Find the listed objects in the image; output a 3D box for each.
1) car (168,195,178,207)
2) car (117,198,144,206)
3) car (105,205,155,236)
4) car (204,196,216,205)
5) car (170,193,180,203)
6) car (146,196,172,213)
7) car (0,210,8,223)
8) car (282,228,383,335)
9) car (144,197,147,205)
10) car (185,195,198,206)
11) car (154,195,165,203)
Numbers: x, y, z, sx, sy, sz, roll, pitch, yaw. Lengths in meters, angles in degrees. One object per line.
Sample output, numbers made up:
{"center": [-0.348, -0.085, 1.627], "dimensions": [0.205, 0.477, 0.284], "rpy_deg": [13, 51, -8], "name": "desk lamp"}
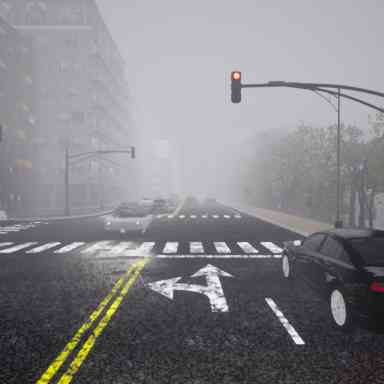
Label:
{"center": [-3.550, 1.575, 50.830], "dimensions": [1.994, 1.385, 4.181], "rpy_deg": [0, 0, 0], "name": "car"}
{"center": [-6.797, 1.604, 35.505], "dimensions": [1.895, 1.301, 4.718], "rpy_deg": [0, 0, 2], "name": "car"}
{"center": [-3.435, 1.642, 18.715], "dimensions": [1.895, 1.301, 4.718], "rpy_deg": [0, 0, 0], "name": "car"}
{"center": [3.120, 1.507, 57.390], "dimensions": [2.128, 1.511, 4.902], "rpy_deg": [0, 0, 0], "name": "car"}
{"center": [-3.539, 1.245, 67.156], "dimensions": [2.150, 2.045, 5.566], "rpy_deg": [0, 0, 0], "name": "car"}
{"center": [-3.495, 1.510, 36.406], "dimensions": [1.837, 1.490, 4.892], "rpy_deg": [0, 0, 0], "name": "car"}
{"center": [-15.571, 1.702, 23.455], "dimensions": [4.674, 1.442, 1.812], "rpy_deg": [-1, 1, -4], "name": "car"}
{"center": [3.326, 1.477, 6.891], "dimensions": [1.882, 1.535, 5.008], "rpy_deg": [0, 0, 0], "name": "car"}
{"center": [-6.797, 1.537, 50.006], "dimensions": [1.812, 1.442, 4.674], "rpy_deg": [0, 0, 0], "name": "car"}
{"center": [-0.128, 1.367, 56.829], "dimensions": [2.097, 1.767, 4.553], "rpy_deg": [0, 0, 0], "name": "car"}
{"center": [-6.780, 1.502, 69.162], "dimensions": [1.882, 1.535, 5.008], "rpy_deg": [0, 0, 0], "name": "car"}
